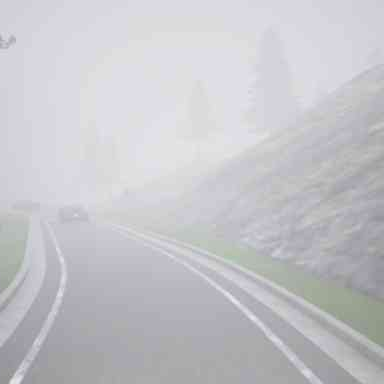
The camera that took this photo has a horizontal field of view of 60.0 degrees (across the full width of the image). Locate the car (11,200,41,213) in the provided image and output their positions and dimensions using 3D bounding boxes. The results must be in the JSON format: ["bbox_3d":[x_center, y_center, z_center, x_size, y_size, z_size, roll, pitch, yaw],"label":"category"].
[{"bbox_3d":[-20.412,1.686,40.784,5.008,1.535,1.882,-1,0,41],"label":"car"}]

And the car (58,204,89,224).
[{"bbox_3d":[-9.183,1.645,25.616,1.994,1.385,4.181,-1,0,-26],"label":"car"}]
